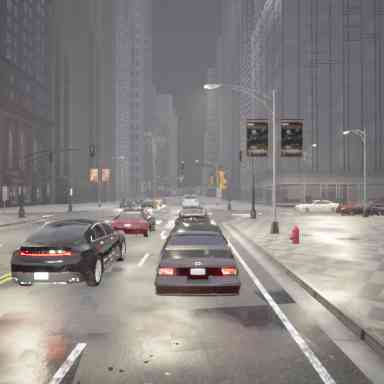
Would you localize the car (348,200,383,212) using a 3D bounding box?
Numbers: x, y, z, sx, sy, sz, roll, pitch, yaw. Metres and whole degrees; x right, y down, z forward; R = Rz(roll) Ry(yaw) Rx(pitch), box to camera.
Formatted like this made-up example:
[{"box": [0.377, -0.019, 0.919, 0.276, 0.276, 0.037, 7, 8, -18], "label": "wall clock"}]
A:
[{"box": [20.850, 1.644, 38.863, 4.313, 1.339, 1.947, 0, 0, -1], "label": "car"}]

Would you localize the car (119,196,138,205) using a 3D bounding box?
[{"box": [-9.842, 1.735, 50.763, 1.837, 1.490, 4.892, 0, 0, -2], "label": "car"}]

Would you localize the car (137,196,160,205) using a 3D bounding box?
[{"box": [-6.562, 1.778, 50.875, 2.033, 1.411, 5.357, 0, 0, 0], "label": "car"}]

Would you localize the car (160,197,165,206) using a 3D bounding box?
[{"box": [-6.531, 1.648, 60.157, 2.097, 1.767, 4.553, 0, 0, 0], "label": "car"}]

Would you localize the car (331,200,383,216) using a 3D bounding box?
[{"box": [15.335, 1.577, 30.256, 4.206, 1.307, 1.802, 0, 0, -1], "label": "car"}]

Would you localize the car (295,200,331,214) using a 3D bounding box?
[{"box": [13.514, 1.596, 35.996, 4.674, 1.442, 1.812, 0, -1, -1], "label": "car"}]

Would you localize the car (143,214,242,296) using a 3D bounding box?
[{"box": [0.112, 1.557, 8.796, 2.033, 1.411, 5.357, 0, 0, 0], "label": "car"}]

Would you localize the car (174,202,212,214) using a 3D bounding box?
[{"box": [0.059, 1.543, 18.534, 1.837, 1.490, 4.892, 0, 0, 1], "label": "car"}]

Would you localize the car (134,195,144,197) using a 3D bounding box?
[{"box": [-9.778, 1.522, 60.783, 2.150, 2.045, 5.566, 0, 0, 0], "label": "car"}]

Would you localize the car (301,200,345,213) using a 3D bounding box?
[{"box": [15.210, 1.663, 38.779, 4.313, 1.339, 1.947, 0, 0, -1], "label": "car"}]

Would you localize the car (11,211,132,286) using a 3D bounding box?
[{"box": [-3.144, 1.516, 9.381, 1.837, 1.490, 4.892, 0, 0, 0], "label": "car"}]

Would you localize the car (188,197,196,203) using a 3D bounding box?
[{"box": [0.053, 1.935, 80.140, 1.882, 1.535, 5.008, 0, 0, 0], "label": "car"}]

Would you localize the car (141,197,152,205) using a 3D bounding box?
[{"box": [-9.704, 1.906, 71.129, 1.812, 1.442, 4.674, 0, 0, 0], "label": "car"}]

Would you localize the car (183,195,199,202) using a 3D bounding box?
[{"box": [-0.142, 1.436, 48.487, 2.150, 2.045, 5.566, 0, 0, 3], "label": "car"}]

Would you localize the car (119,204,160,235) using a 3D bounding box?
[{"box": [-3.138, 1.601, 18.282, 1.994, 1.385, 4.181, 0, 0, 0], "label": "car"}]
